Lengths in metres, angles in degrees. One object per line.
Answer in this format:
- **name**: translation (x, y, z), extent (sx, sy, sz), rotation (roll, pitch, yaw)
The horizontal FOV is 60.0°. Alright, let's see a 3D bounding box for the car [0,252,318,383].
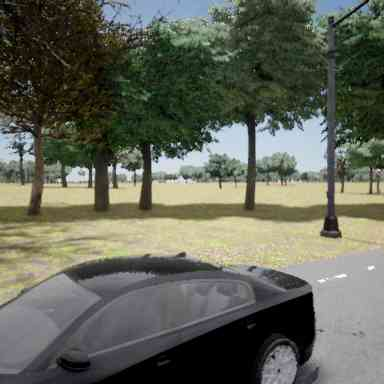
- **car**: translation (-0.790, 1.473, 3.424), extent (5.008, 1.535, 1.882), rotation (0, 0, -35)
